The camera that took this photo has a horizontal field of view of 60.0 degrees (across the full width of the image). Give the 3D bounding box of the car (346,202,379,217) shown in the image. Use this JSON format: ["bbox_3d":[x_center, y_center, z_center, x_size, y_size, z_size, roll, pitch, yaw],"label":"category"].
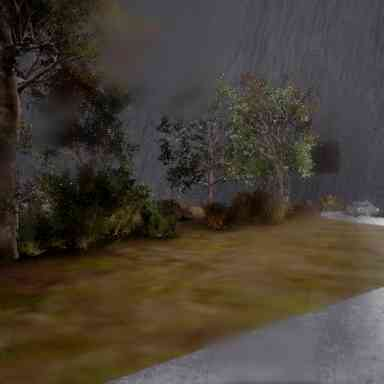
[{"bbox_3d":[15.787,1.614,30.928,1.895,1.301,4.718,0,0,14],"label":"car"}]
